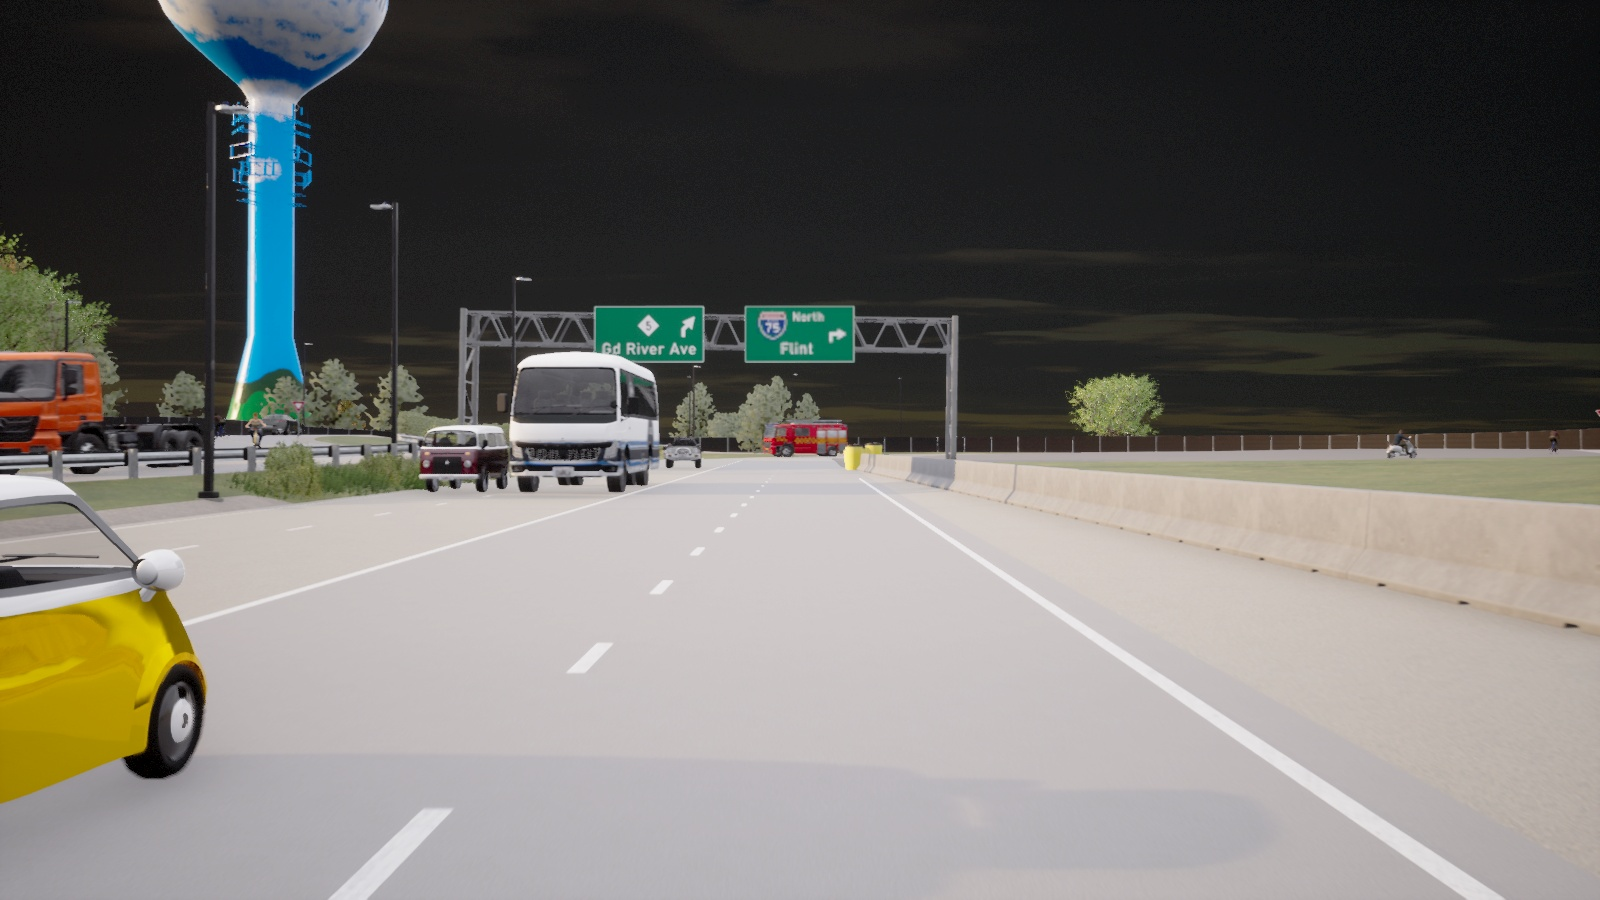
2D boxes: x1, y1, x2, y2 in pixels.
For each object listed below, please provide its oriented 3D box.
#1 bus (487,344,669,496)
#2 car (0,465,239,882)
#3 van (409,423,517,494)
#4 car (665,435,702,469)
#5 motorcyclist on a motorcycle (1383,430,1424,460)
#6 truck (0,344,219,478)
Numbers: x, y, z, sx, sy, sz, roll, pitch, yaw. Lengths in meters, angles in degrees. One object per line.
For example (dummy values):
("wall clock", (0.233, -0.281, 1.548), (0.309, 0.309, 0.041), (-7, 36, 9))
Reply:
("bus", (-6.752, -0.877, 40.242), (3.944, 4.253, 10.273), (0, 0, 0))
("car", (-3.457, 0.772, 4.955), (1.481, 1.376, 2.207), (0, 1, 0))
("van", (-10.263, 0.226, 38.584), (2.069, 2.038, 4.480), (0, 0, 0))
("car", (-6.622, 0.100, 71.726), (1.932, 1.855, 4.605), (0, 0, -3))
("motorcyclist on a motorcycle", (32.482, -0.261, 67.577), (1.817, 1.590, 0.866), (-1, -1, -11))
("truck", (-20.546, -1.145, 36.623), (2.891, 3.462, 7.936), (-1, 2, 5))
